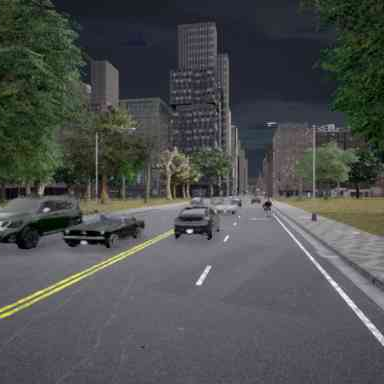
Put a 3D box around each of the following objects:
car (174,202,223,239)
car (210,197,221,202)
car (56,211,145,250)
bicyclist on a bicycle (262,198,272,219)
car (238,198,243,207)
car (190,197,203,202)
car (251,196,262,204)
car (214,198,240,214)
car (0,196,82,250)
[{"bbox_3d":[0.361,1.515,17.456,1.837,1.490,4.892,0,0,11],"label":"car"},{"bbox_3d":[4.289,1.589,57.075,2.128,1.511,4.902,0,0,11],"label":"car"},{"bbox_3d":[-3.671,1.607,14.678,1.895,1.301,4.718,0,0,11],"label":"car"},{"bbox_3d":[6.576,1.399,28.676,0.659,1.776,1.843,0,0,11],"label":"bicyclist on a bicycle"},{"bbox_3d":[7.021,1.614,53.086,1.812,1.442,4.674,0,0,10],"label":"car"},{"bbox_3d":[0.836,1.619,56.315,1.812,1.442,4.674,0,0,11],"label":"car"},{"bbox_3d":[13.186,1.640,68.270,1.837,1.490,4.892,0,0,11],"label":"car"},{"bbox_3d":[3.768,1.644,35.652,1.895,1.301,4.718,0,0,11],"label":"car"},{"bbox_3d":[-6.954,1.227,14.798,2.150,2.045,5.566,0,0,11],"label":"car"}]
